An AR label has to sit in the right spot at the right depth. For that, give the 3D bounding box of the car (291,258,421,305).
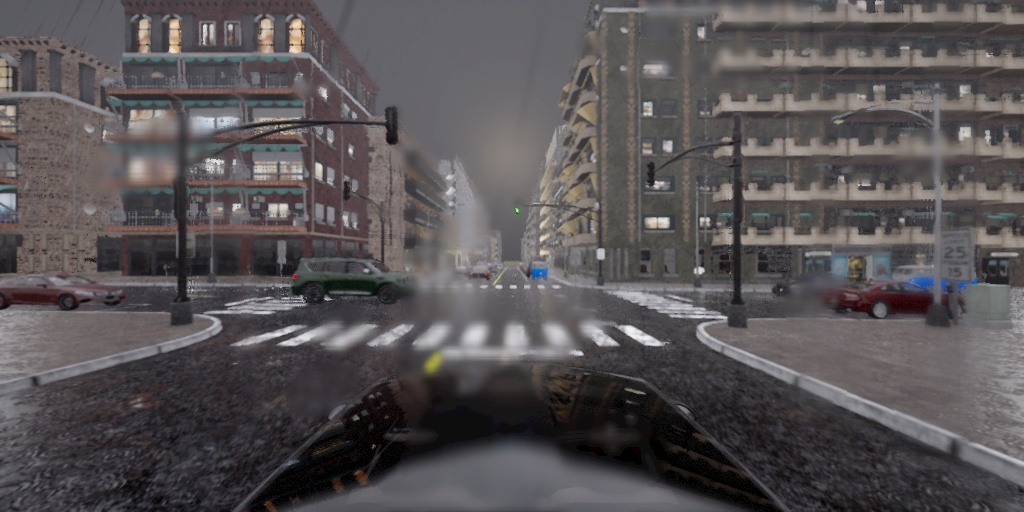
[{"bbox_3d":[-7.136,1.129,16.631,5.566,2.045,2.150,1,0,0],"label":"car"}]

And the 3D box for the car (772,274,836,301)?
[{"bbox_3d":[16.826,1.693,19.692,4.181,1.385,1.994,1,0,0],"label":"car"}]

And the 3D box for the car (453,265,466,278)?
[{"bbox_3d":[-5.840,1.817,42.217,1.802,1.307,4.207,0,0,0],"label":"car"}]

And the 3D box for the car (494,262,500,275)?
[{"bbox_3d":[-3.089,1.919,51.309,1.994,1.385,4.181,0,-1,0],"label":"car"}]

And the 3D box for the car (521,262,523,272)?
[{"bbox_3d":[2.684,1.907,53.375,1.751,1.417,4.829,0,0,0],"label":"car"}]

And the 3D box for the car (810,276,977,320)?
[{"bbox_3d":[14.710,1.637,13.896,4.507,1.381,1.888,0,0,0],"label":"car"}]

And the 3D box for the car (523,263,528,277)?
[{"bbox_3d":[2.726,1.549,42.168,2.192,1.841,5.009,0,0,0],"label":"car"}]

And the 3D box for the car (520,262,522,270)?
[{"bbox_3d":[2.683,1.898,58.727,1.967,1.591,4.097,0,0,0],"label":"car"}]

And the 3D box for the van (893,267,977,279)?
[{"bbox_3d":[26.095,1.576,22.245,3.998,1.789,1.690,0,0,0],"label":"van"}]

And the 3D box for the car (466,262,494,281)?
[{"bbox_3d":[-3.098,1.630,35.711,1.882,1.535,5.008,0,-1,0],"label":"car"}]

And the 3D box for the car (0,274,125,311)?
[{"bbox_3d":[-17.742,1.352,13.957,4.207,1.307,1.802,0,0,0],"label":"car"}]

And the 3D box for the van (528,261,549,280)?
[{"bbox_3d":[2.816,1.505,36.671,1.690,1.789,3.998,0,0,0],"label":"van"}]
